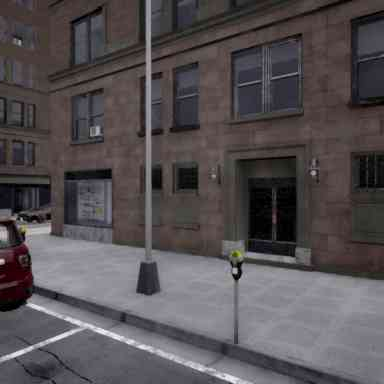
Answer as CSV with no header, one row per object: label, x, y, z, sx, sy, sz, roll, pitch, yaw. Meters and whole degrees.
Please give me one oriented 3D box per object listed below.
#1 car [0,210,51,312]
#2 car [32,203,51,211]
car,-5.066,1.315,6.408,5.009,1.841,2.192,0,0,35
car,-10.244,1.502,25.168,2.033,1.411,5.357,0,0,36
